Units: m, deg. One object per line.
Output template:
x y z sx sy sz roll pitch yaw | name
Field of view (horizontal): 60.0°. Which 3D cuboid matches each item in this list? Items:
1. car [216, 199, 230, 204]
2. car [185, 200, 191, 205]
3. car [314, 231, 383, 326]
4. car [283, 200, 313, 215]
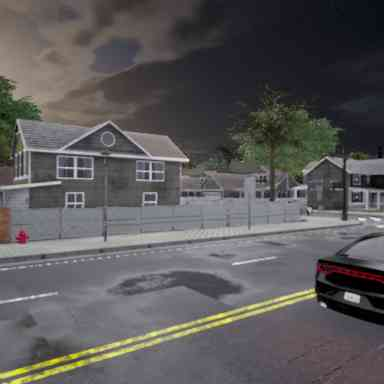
4.119 1.647 43.212 1.882 1.535 5.008 0 0 -35 | car
-2.037 1.714 51.920 1.812 1.442 4.674 0 0 -35 | car
4.539 1.510 6.678 5.008 1.535 1.882 0 0 -35 | car
10.173 1.644 34.658 2.128 1.511 4.902 0 0 -35 | car
